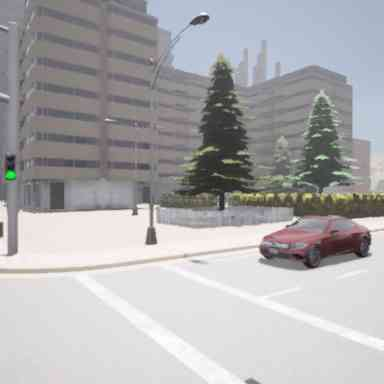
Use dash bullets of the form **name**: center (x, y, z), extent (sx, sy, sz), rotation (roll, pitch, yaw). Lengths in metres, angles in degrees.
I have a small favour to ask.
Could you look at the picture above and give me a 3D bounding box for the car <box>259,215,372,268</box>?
- **car**: center (4.363, 1.536, 11.401), extent (4.674, 1.442, 1.812), rotation (0, 0, -35)
